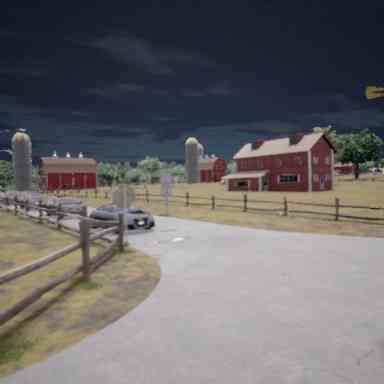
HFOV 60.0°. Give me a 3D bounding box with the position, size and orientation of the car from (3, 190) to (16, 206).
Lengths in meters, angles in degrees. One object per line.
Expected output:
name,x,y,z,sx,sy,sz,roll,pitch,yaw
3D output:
car,-21.219,0.755,39.584,1.837,1.490,4.892,-3,3,-38

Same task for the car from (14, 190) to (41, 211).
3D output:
car,-15.008,0.888,31.629,2.128,1.511,4.902,-3,3,-38

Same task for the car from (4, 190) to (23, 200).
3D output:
car,-29.255,0.416,54.522,1.837,1.490,4.892,-3,3,-38

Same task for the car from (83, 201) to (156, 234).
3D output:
car,-3.683,1.246,17.208,1.994,1.385,4.181,-3,3,-41

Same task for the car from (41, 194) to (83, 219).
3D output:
car,-9.185,1.044,24.208,1.837,1.490,4.892,-3,3,-38
